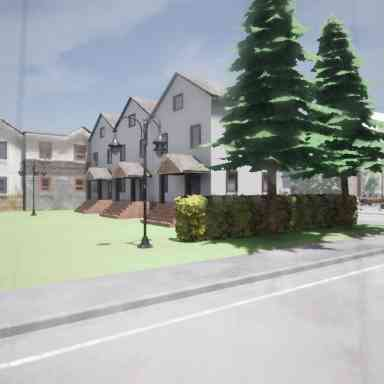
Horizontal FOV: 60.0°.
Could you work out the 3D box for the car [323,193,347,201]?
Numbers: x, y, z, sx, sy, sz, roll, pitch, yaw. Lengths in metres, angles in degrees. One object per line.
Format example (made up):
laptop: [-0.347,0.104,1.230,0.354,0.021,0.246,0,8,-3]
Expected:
car: [32.140,1.097,74.727,1.932,1.855,4.605,0,0,-36]

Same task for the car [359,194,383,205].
car: [27.271,1.097,49.273,1.932,1.855,4.605,0,0,-36]
